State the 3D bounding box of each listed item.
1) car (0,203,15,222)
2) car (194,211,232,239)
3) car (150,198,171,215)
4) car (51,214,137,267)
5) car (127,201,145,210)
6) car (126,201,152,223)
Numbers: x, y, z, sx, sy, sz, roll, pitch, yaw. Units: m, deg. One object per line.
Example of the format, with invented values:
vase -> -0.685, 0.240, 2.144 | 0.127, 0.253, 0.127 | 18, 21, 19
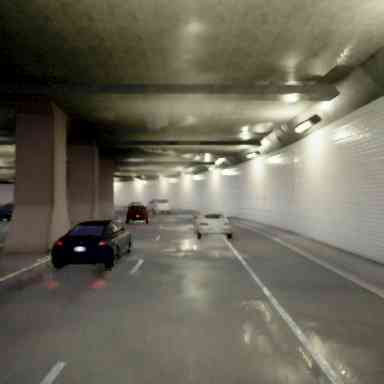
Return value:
car -> -15.669, 1.741, 29.349 | 2.097, 1.767, 4.553 | 0, -1, -11
car -> 1.121, 1.778, 18.925 | 1.812, 1.442, 4.674 | 0, -1, -3
car -> -4.297, 1.788, 42.584 | 2.150, 2.045, 5.566 | 0, 0, -18
car -> -3.418, 1.725, 12.073 | 1.994, 1.385, 4.181 | 0, -1, -1
car -> -9.406, 2.263, 55.774 | 1.812, 1.442, 4.674 | 0, -1, -26
car -> -4.895, 1.873, 29.877 | 1.882, 1.535, 5.008 | 0, -1, -9
